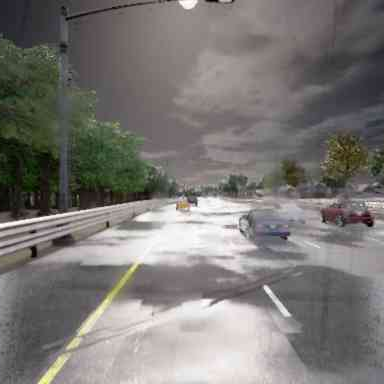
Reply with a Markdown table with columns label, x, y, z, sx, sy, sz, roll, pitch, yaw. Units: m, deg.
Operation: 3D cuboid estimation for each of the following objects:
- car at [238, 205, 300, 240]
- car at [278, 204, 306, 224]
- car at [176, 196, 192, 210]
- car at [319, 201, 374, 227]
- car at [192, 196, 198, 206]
| label | x | y | z | sx | sy | sz | roll | pitch | yaw |
| --- | --- | --- | --- | --- | --- | --- | --- | --- | --- |
| car | 3.599 | 1.594 | 17.290 | 2.033 | 1.411 | 5.357 | 0 | 0 | 0 |
| car | 7.100 | 1.593 | 25.053 | 1.812 | 1.442 | 4.674 | 0 | 0 | 0 |
| car | -1.226 | 1.671 | 45.857 | 1.801 | 1.575 | 5.366 | 0 | -1 | 0 |
| car | 10.598 | 1.414 | 23.197 | 2.097 | 1.767 | 4.553 | 0 | 0 | 0 |
| car | -0.001 | 1.711 | 64.388 | 2.150 | 2.045 | 5.566 | 0 | -1 | 0 |
